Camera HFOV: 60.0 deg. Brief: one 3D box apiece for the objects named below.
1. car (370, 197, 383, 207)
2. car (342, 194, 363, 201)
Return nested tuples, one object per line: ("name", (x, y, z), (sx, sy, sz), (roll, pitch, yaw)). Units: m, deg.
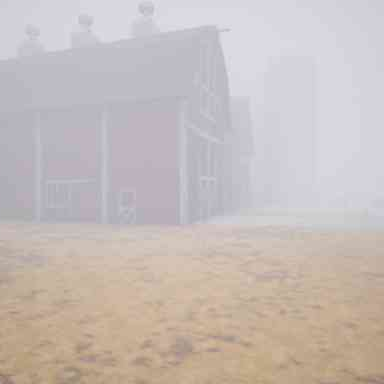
("car", (28.640, 1.449, 49.138), (4.181, 1.381, 1.994), (0, 0, 19))
("car", (39.086, 1.293, 80.454), (3.988, 1.617, 1.851), (0, 0, 19))
